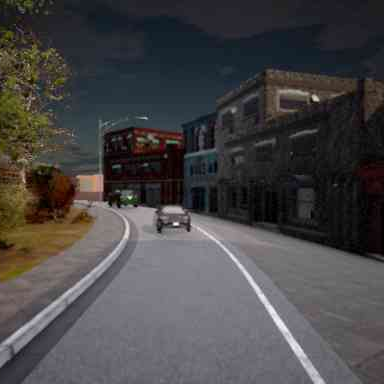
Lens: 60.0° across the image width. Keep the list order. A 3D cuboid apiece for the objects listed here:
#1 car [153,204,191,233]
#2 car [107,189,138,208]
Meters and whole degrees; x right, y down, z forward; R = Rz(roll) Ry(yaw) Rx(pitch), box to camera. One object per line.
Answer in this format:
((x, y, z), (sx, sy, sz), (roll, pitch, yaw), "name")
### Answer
((-1.223, 1.424, 19.217), (1.812, 1.442, 4.674), (0, 1, -10), "car")
((-7.782, 0.671, 37.082), (2.150, 2.045, 5.566), (0, 2, -29), "car")
